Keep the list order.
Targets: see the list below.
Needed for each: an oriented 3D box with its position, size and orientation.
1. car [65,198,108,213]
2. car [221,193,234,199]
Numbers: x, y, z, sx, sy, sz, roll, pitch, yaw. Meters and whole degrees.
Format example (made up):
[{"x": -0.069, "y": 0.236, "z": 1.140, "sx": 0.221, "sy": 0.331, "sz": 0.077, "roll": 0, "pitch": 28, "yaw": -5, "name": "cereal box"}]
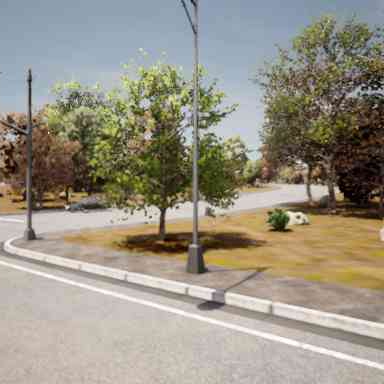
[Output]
[{"x": -10.875, "y": 1.357, "z": 34.858, "sx": 2.128, "sy": 1.511, "sz": 4.902, "roll": 0, "pitch": 1, "yaw": 38, "name": "car"}, {"x": 4.892, "y": 0.456, "z": 54.678, "sx": 1.895, "sy": 1.301, "sz": 4.718, "roll": 0, "pitch": 3, "yaw": 38, "name": "car"}]
